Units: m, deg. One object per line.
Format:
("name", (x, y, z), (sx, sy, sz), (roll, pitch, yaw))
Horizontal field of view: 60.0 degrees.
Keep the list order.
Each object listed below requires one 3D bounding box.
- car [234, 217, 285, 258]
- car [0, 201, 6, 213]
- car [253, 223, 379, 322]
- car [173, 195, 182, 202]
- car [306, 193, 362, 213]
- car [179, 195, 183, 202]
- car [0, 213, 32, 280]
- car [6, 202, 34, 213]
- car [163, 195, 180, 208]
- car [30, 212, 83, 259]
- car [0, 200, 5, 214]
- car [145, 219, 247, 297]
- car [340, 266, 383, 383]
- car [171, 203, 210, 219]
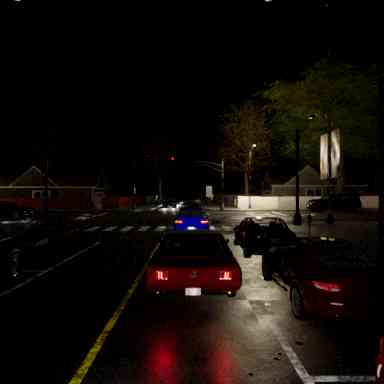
("car", (2.618, 1.566, 12.513), (1.947, 1.339, 4.313), (0, 0, 0))
("car", (-17.437, 1.603, 25.536), (4.892, 1.490, 1.837), (0, 0, 3))
("car", (2.629, 1.582, 6.994), (1.802, 1.307, 4.206), (0, 0, 0))
("car", (-3.230, 1.555, 76.696), (1.837, 1.490, 4.892), (0, 0, 0))
("car", (15.130, 1.121, 35.508), (5.566, 2.045, 2.150), (0, 0, 0))
("car", (-3.230, 1.526, 61.495), (2.128, 1.511, 4.902), (0, 0, 0))
("car", (-5.396, 1.440, 6.977), (1.967, 1.590, 4.097), (0, 0, 0))
("car", (-16.282, 1.594, 28.776), (4.892, 1.490, 1.837), (0, 0, -1))
("car", (-3.201, 1.568, 48.829), (2.033, 1.411, 5.357), (0, 0, 0))
("car", (-5.407, 1.582, 12.496), (1.802, 1.307, 4.206), (0, 0, 0))
("car", (-22.881, 1.633, 35.421), (4.892, 1.490, 1.837), (0, 0, 0))
("car", (0.041, 1.601, 8.523), (1.895, 1.301, 4.718), (0, 0, 0))
("car", (2.639, 1.545, 1.476), (1.887, 1.381, 4.507), (0, 0, 0))
("car", (-0.029, 1.526, 17.581), (1.812, 1.442, 4.674), (0, 0, 0))
